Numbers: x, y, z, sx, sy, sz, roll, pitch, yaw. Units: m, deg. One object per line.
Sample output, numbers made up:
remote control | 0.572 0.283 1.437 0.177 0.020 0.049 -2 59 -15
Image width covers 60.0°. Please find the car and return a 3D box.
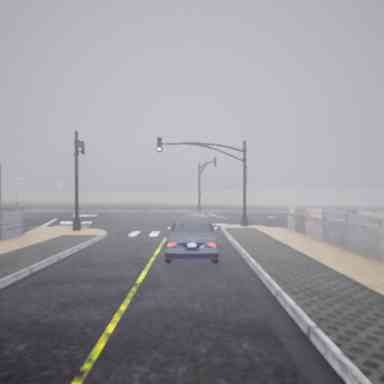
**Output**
car | 0.010 1.663 12.493 2.033 1.411 5.357 0 -1 0
